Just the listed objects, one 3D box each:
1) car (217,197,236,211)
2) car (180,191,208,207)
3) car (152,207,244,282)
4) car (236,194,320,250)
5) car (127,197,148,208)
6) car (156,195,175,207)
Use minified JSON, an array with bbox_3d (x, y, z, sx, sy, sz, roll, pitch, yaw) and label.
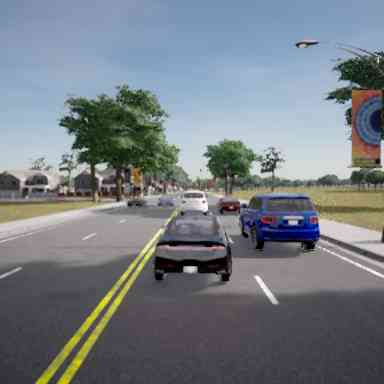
[{"bbox_3d":[3.420,1.168,31.220,1.882,1.535,5.008,0,1,0],"label":"car"},{"bbox_3d":[0.159,0.934,28.835,2.150,2.045,5.566,0,0,0],"label":"car"},{"bbox_3d":[0.084,1.398,9.454,2.128,1.511,4.902,0,1,3],"label":"car"},{"bbox_3d":[3.372,1.084,13.711,2.150,2.045,5.566,0,0,0],"label":"car"},{"bbox_3d":[-6.498,1.206,39.594,1.895,1.301,4.718,0,1,0],"label":"car"},{"bbox_3d":[-3.239,1.110,41.528,1.812,1.442,4.674,0,0,0],"label":"car"}]
